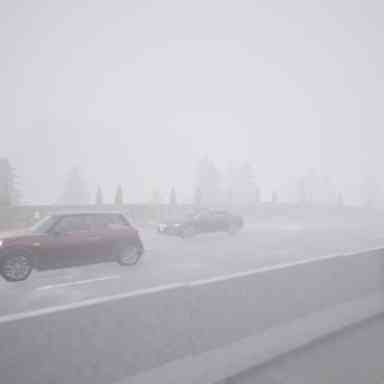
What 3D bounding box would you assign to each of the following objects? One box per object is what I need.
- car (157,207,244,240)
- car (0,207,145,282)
[{"bbox_3d":[0.539,1.533,17.267,4.902,1.511,2.128,0,0,-35],"label":"car"},{"bbox_3d":[-3.787,1.362,9.887,4.553,1.767,2.097,0,0,-35],"label":"car"}]
